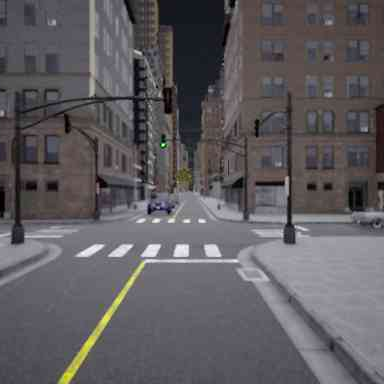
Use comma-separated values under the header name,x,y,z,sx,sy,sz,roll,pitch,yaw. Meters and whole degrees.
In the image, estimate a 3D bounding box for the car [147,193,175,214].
name,x,y,z,sx,sy,sz,roll,pitch,yaw
car,-3.129,1.091,33.185,2.150,2.045,5.566,0,0,-1

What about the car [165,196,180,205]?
name,x,y,z,sx,sy,sz,roll,pitch,yaw
car,-3.091,1.357,53.467,1.994,1.385,4.181,0,0,1

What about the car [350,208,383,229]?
name,x,y,z,sx,sy,sz,roll,pitch,yaw
car,12.331,1.502,20.284,4.718,1.301,1.895,0,0,0

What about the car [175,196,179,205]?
name,x,y,z,sx,sy,sz,roll,pitch,yaw
car,-3.128,1.378,43.429,2.033,1.411,5.357,0,0,0
